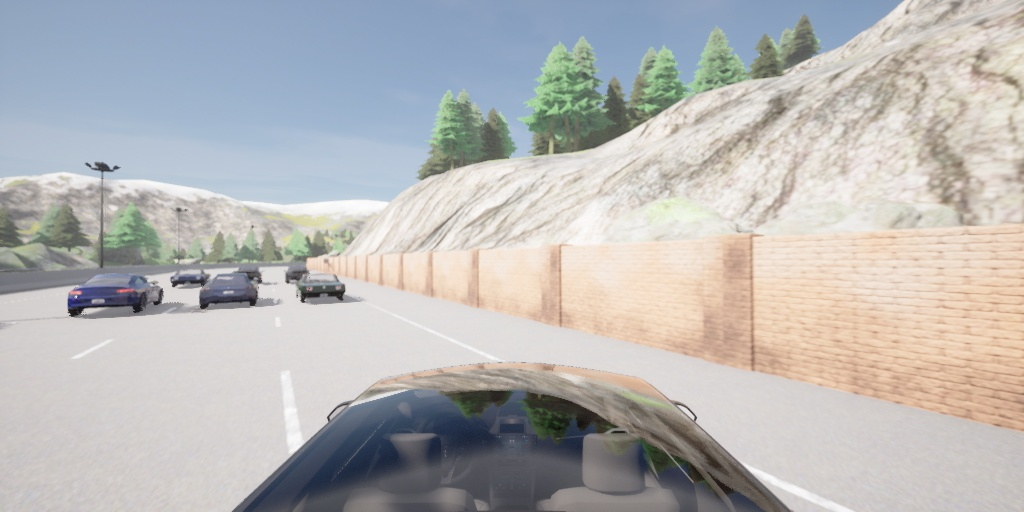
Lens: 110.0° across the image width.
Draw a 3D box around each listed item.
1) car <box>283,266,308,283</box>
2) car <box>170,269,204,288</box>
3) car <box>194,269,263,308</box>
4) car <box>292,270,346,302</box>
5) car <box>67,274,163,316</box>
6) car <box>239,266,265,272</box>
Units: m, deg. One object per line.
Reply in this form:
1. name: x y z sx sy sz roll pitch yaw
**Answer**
1. car: -19.230 1.620 32.161 1.837 1.490 4.892 0 0 -34
2. car: -24.697 1.679 27.749 1.895 1.301 4.718 0 -1 -34
3. car: -12.907 1.498 16.562 1.994 1.385 4.181 0 -1 -34
4. car: -9.909 1.549 18.376 1.895 1.301 4.718 0 -1 -34
5. car: -15.630 1.442 14.321 1.812 1.442 4.674 0 -1 -34
6. car: -22.172 1.606 30.263 1.837 1.490 4.892 0 0 -34
